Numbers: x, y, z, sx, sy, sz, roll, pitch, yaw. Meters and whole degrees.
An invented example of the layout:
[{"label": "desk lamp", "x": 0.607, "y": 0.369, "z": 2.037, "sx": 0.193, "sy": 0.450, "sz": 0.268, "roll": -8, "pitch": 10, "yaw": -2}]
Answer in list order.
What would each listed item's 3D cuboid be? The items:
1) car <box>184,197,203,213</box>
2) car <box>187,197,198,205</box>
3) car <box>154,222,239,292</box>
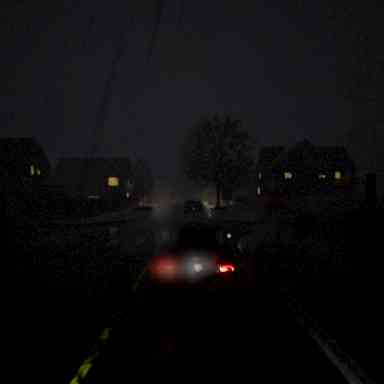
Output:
[{"label": "car", "x": 0.182, "y": 1.490, "z": 36.519, "sx": 2.128, "sy": 1.511, "sz": 4.902, "roll": 0, "pitch": 0, "yaw": 0}, {"label": "car", "x": 0.151, "y": 1.648, "z": 62.606, "sx": 1.895, "sy": 1.301, "sz": 4.718, "roll": 0, "pitch": 0, "yaw": 0}, {"label": "car", "x": 0.141, "y": 1.538, "z": 9.019, "sx": 2.033, "sy": 1.411, "sz": 5.357, "roll": 0, "pitch": 0, "yaw": 1}]
